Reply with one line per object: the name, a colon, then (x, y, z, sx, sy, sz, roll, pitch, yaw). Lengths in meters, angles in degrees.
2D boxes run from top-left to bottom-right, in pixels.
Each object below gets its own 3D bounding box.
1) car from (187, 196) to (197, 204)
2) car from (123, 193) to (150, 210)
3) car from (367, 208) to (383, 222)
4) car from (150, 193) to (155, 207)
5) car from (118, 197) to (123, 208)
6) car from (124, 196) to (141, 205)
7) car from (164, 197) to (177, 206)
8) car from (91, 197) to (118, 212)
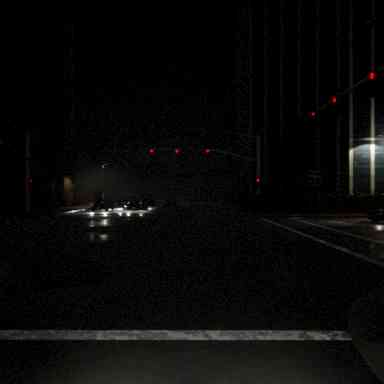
car: (-0.043, 1.526, 64.911, 1.812, 1.442, 4.674, 0, 0, 0)
car: (-7.126, 1.352, 43.355, 2.097, 1.767, 4.553, 0, 0, 0)
car: (15.467, 1.478, 24.278, 5.008, 1.535, 1.882, 0, 0, -1)
car: (-7.121, 1.221, 52.856, 2.150, 2.045, 5.566, 0, 0, 0)
car: (-10.625, 1.491, 49.116, 2.128, 1.511, 4.902, 0, 0, 0)
car: (-10.591, 1.491, 59.299, 2.128, 1.511, 4.902, 0, 0, 0)
car: (-3.429, 1.547, 53.395, 2.033, 1.411, 5.357, 0, 0, 0)
car: (-10.606, 1.526, 39.847, 1.812, 1.442, 4.674, 0, 0, 0)
